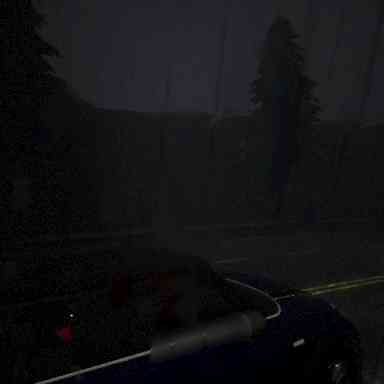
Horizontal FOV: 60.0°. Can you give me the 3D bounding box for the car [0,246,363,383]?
[{"bbox_3d":[-0.419,1.334,3.173,4.553,1.767,2.097,-1,1,-34],"label":"car"}]
